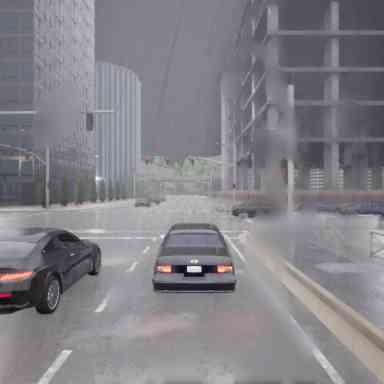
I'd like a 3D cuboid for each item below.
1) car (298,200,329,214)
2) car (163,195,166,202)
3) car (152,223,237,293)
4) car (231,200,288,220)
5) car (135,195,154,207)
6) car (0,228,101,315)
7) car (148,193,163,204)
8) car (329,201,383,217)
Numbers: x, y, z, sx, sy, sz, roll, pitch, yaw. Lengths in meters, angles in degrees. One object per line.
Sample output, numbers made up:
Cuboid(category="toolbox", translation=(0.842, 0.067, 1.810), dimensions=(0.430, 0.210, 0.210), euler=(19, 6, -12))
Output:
Cuboid(category="car", translation=(12.980, 1.508, 33.767), dimensions=(4.181, 1.385, 1.994), euler=(0, 0, 0))
Cuboid(category="car", translation=(-7.142, 1.355, 75.574), dimensions=(2.097, 1.767, 4.553), euler=(0, 0, 0))
Cuboid(category="car", translation=(0.054, 1.547, 8.976), dimensions=(2.033, 1.411, 5.357), euler=(0, 0, 0))
Cuboid(category="car", translation=(5.615, 1.458, 26.668), dimensions=(4.892, 1.490, 1.837), euler=(0, 2, 8))
Cuboid(category="car", translation=(-7.189, 1.564, 49.236), dimensions=(1.994, 1.385, 4.181), euler=(0, 0, 0))
Cuboid(category="car", translation=(-3.454, 1.526, 7.459), dimensions=(1.812, 1.442, 4.674), euler=(0, 0, 0))
Cuboid(category="car", translation=(-7.179, 1.216, 61.303), dimensions=(2.150, 2.045, 5.566), euler=(0, 1, 0))
Cuboid(category="car", translation=(15.848, 1.492, 30.283), dimensions=(5.357, 1.411, 2.033), euler=(0, 0, 0))
